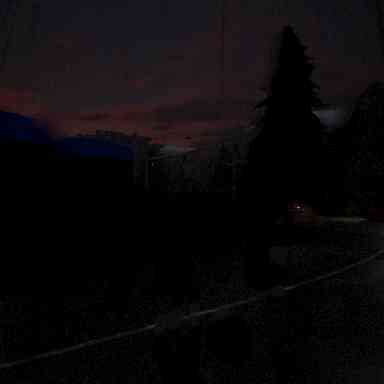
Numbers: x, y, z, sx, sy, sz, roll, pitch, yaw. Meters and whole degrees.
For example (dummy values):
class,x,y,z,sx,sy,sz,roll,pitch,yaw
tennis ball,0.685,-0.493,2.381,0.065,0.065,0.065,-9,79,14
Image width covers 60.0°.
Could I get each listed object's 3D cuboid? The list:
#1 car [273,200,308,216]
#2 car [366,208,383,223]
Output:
class,x,y,z,sx,sy,sz,roll,pitch,yaw
car,8.751,1.526,31.736,1.812,1.442,4.674,0,0,-36
car,14.483,1.478,22.959,1.882,1.535,5.008,0,0,-19
